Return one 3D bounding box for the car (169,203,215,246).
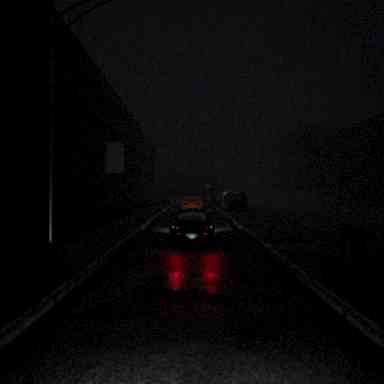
[{"bbox_3d":[0.000,1.429,14.646,1.812,1.442,4.674,0,1,0],"label":"car"}]

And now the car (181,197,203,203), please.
[{"bbox_3d":[0.000,1.165,29.653,1.882,1.535,5.008,0,1,0],"label":"car"}]
